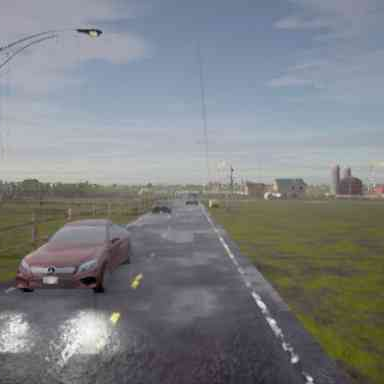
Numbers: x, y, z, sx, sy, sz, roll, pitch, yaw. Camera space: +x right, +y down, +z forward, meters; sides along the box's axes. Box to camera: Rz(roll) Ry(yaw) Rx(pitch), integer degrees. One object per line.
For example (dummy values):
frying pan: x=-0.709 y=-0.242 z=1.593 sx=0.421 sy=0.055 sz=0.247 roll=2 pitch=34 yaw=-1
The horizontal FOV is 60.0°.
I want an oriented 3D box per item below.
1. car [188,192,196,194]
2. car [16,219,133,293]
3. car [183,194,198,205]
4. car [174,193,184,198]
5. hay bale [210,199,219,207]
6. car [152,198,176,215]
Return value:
car: x=-0.004 y=1.001 z=70.200 sx=2.150 sy=2.045 sz=5.566 roll=0 pitch=0 yaw=0
car: x=-2.804 y=1.503 z=8.975 sx=1.812 sy=1.442 sz=4.674 roll=0 pitch=0 yaw=1
car: x=-0.003 y=1.433 z=55.071 sx=1.994 sy=1.385 sz=4.181 roll=0 pitch=0 yaw=0
car: x=-2.754 y=1.054 z=74.134 sx=1.837 sy=1.490 sz=4.892 roll=0 pitch=0 yaw=0
hay bale: x=3.130 y=1.543 z=46.805 sx=1.220 sy=1.180 sz=1.240 roll=1 pitch=1 yaw=0
car: x=-2.848 y=1.520 z=32.802 sx=1.895 sy=1.301 sz=4.718 roll=0 pitch=0 yaw=0
